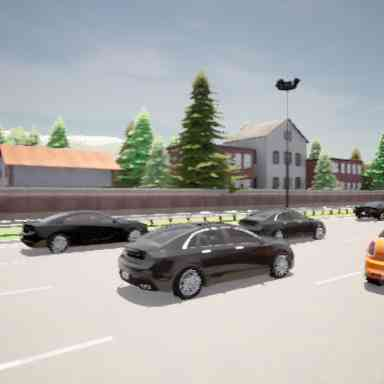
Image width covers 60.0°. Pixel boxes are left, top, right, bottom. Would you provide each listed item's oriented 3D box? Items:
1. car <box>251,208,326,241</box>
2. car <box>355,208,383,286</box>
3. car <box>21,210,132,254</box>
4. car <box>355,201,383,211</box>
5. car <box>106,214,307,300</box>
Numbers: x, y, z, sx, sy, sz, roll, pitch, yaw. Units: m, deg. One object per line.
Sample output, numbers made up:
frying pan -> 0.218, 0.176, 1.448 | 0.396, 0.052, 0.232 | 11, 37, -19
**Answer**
car -> 4.194, 1.526, 15.329 | 4.892, 1.490, 1.837 | 0, 0, -35
car -> 6.285, 1.368, 8.225 | 4.553, 1.767, 2.097 | 0, 0, -35
car -> -4.207, 1.486, 13.641 | 5.008, 1.535, 1.882 | 0, 0, -35
car -> 15.584, 1.526, 27.753 | 5.008, 1.535, 1.882 | 0, 0, -35
car -> 0.563, 1.515, 8.446 | 4.892, 1.490, 1.837 | 0, 0, -35
